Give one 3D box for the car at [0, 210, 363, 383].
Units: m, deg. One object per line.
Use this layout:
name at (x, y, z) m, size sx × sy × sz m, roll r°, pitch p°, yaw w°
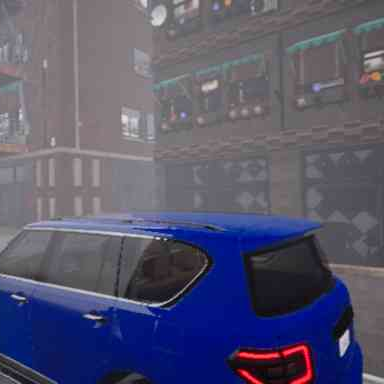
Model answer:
car at (-1.023, 1.261, 4.102) m, size 5.566 × 2.045 × 2.150 m, roll -1°, pitch 0°, yaw 35°
